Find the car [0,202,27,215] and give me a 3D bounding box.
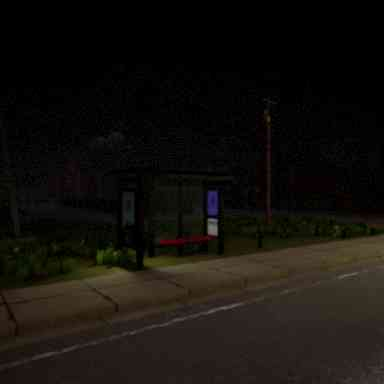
[{"bbox_3d":[-16.002,1.529,27.828,3.905,1.438,1.784,0,0,-36],"label":"car"}]
